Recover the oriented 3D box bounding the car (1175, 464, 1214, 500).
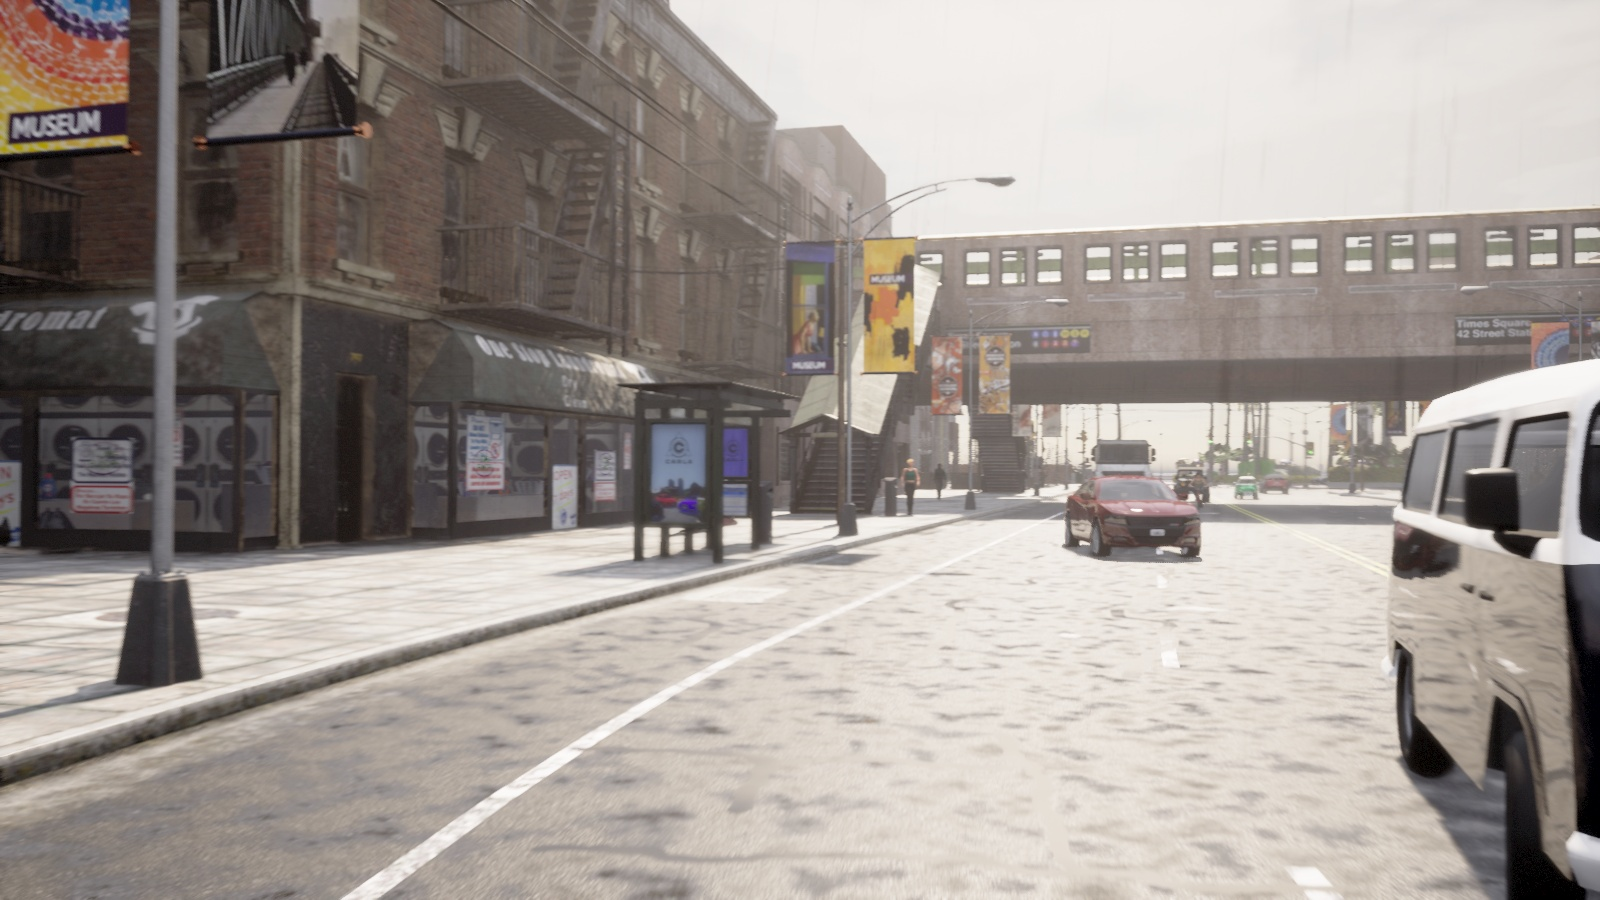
[{"bbox_3d":[21.247,1.686,67.787,1.905,1.878,3.866,0,-1,16],"label":"car"}]

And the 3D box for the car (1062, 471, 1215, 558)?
[{"bbox_3d":[6.549,1.190,24.873,1.882,1.535,5.008,0,-1,3],"label":"car"}]

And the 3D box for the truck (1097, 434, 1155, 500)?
[{"bbox_3d":[18.282,0.956,70.144,2.891,3.462,7.936,0,-1,16],"label":"truck"}]

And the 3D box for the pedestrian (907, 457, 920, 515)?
[{"bbox_3d":[3.621,1.134,40.179,0.345,1.836,0.594,0,-1,-2],"label":"pedestrian"}]

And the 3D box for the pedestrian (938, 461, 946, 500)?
[{"bbox_3d":[6.852,1.467,60.612,0.353,1.847,0.614,0,-1,8],"label":"pedestrian"}]

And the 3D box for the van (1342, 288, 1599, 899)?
[{"bbox_3d":[3.593,0.615,5.199,2.069,2.038,4.480,0,-1,18],"label":"van"}]

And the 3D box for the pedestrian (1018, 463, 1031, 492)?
[{"bbox_3d":[14.812,1.818,82.914,0.563,1.883,0.849,-1,-1,34],"label":"pedestrian"}]

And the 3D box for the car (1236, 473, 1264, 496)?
[{"bbox_3d":[27.307,2.069,76.254,1.481,1.376,2.207,0,-1,16],"label":"car"}]
